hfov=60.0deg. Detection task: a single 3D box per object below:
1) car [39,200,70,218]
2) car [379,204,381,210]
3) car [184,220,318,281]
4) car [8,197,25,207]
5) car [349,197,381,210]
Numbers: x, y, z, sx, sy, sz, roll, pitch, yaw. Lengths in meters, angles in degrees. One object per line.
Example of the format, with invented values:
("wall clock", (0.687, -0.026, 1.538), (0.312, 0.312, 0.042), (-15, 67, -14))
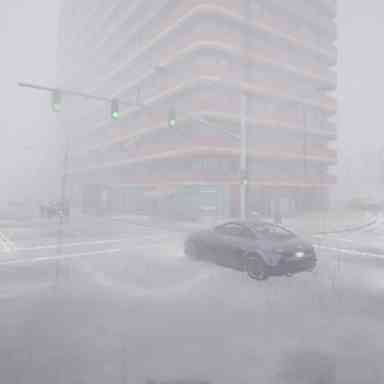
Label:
("car", (-12.431, 1.492, 30.009), (1.837, 1.490, 4.892), (0, 0, -35))
("car", (12.237, 1.457, 18.455), (2.033, 1.411, 5.357), (0, 0, 40))
("car", (1.536, 1.519, 9.909), (1.994, 1.385, 4.181), (0, 0, -35))
("car", (-26.663, 1.448, 50.480), (1.812, 1.442, 4.674), (0, 0, -35))
("car", (20.507, 1.337, 39.653), (1.882, 1.535, 5.008), (0, 0, 1))
